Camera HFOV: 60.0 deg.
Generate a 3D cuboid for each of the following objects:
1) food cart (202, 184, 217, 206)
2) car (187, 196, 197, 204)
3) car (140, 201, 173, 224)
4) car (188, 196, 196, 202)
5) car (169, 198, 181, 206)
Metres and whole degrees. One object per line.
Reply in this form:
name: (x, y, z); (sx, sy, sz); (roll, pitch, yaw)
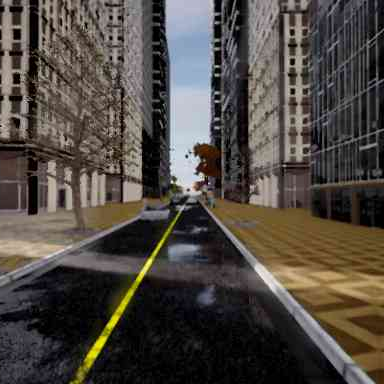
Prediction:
food cart: (2.995, 0.558, 57.554); (2.280, 3.560, 4.660); (-1, -1, 0)
car: (0.006, 1.633, 64.605); (1.812, 1.442, 4.674); (0, 0, 0)
car: (-2.772, 1.644, 25.406); (1.895, 1.301, 4.718); (0, 0, 0)
car: (0.008, 1.620, 77.701); (1.895, 1.301, 4.718); (0, 0, 0)
car: (-2.791, 1.640, 56.546); (2.033, 1.411, 5.357); (0, 0, 1)
